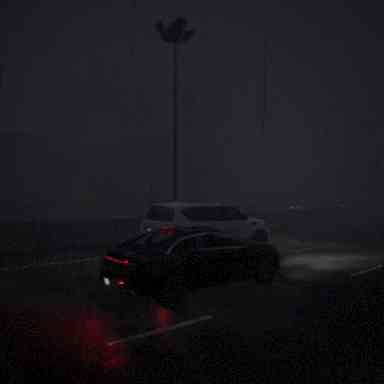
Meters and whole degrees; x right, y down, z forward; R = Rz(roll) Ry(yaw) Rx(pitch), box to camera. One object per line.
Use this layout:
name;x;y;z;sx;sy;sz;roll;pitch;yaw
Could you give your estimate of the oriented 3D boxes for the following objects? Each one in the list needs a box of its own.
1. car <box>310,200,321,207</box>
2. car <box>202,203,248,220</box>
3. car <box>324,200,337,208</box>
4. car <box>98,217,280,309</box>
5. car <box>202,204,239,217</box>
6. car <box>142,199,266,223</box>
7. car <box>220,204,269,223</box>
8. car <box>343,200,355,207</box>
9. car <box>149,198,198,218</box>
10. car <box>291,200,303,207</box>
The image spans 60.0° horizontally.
car;27.126;2.509;72.813;1.812;1.442;4.674;0;-1;26
car;3.498;1.988;34.530;4.902;1.511;2.128;1;-1;-45
car;27.566;2.406;66.135;1.812;1.442;4.674;-1;-1;30
car;0.183;1.614;8.240;4.902;1.511;2.128;1;-1;-38
car;3.455;2.167;39.424;1.895;1.301;4.718;-1;-1;44
car;0.658;1.410;12.806;5.566;2.045;2.150;0;0;-39
car;5.009;1.922;31.103;5.008;1.535;1.882;1;-1;-44
car;29.765;2.353;62.891;1.837;1.490;4.892;-1;-1;30
car;-2.070;1.787;38.822;5.566;2.045;2.150;1;-1;-44
car;22.960;2.492;72.374;1.837;1.490;4.892;-1;-1;28
